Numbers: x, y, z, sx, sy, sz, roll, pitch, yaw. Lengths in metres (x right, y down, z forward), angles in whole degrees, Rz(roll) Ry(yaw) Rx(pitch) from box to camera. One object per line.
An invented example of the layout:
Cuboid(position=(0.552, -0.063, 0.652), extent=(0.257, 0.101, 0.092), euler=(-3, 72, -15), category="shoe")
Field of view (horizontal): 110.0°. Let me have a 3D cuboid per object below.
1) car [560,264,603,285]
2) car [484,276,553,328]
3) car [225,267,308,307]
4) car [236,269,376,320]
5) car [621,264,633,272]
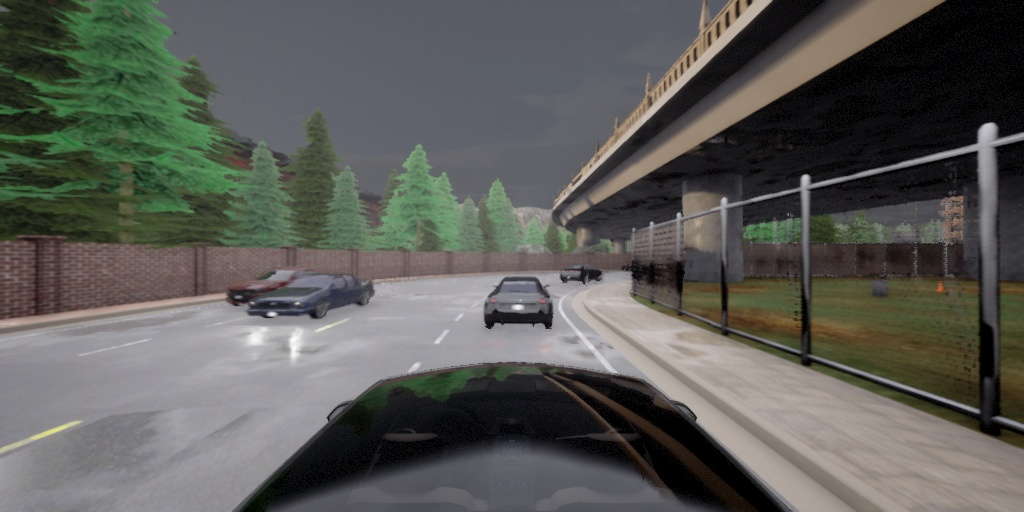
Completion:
Cuboid(position=(5.368, 1.317, 27.285), extent=(2.128, 1.511, 4.902), euler=(0, 0, 34), category="car")
Cuboid(position=(0.277, 1.343, 11.542), extent=(1.994, 1.385, 4.181), euler=(0, 0, 3), category="car")
Cuboid(position=(-9.920, 1.269, 15.871), extent=(1.882, 1.535, 5.008), euler=(0, 0, 7), category="car")
Cuboid(position=(-6.893, 1.331, 13.161), extent=(2.033, 1.411, 5.357), euler=(0, 0, 3), category="car")
Cuboid(position=(17.406, 1.435, 48.327), extent=(5.357, 1.411, 2.033), euler=(0, 0, -17), category="car")
